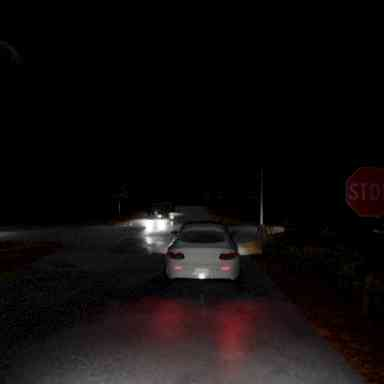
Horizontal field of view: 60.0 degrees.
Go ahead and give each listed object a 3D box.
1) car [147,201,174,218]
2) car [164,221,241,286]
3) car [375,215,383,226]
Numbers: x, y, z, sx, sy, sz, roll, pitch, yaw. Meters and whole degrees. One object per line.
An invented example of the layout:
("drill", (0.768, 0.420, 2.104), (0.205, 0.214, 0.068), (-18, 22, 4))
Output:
("car", (-3.178, 1.628, 31.972), (2.128, 1.511, 4.902), (0, -1, 0))
("car", (0.340, 1.541, 9.405), (1.812, 1.442, 4.674), (0, 0, 3))
("car", (13.536, 1.656, 19.672), (4.718, 1.301, 1.895), (1, -1, 0))
